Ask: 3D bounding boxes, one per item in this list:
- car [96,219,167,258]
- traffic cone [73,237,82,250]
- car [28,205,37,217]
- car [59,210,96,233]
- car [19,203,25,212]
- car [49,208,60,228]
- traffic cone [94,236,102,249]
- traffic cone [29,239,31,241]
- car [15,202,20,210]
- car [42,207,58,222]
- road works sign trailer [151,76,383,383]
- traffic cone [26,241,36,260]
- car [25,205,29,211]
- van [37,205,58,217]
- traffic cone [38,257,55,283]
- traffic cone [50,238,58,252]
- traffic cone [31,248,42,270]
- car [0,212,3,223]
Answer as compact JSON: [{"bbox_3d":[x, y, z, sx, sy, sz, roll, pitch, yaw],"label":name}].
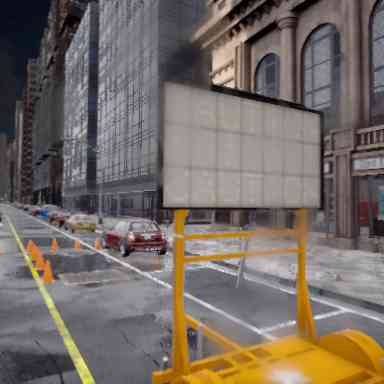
[{"bbox_3d":[-2.749,1.916,15.171,1.967,1.590,4.097,2,-2,-30],"label":"car"},{"bbox_3d":[-5.365,2.413,15.580,0.340,0.580,0.340,2,-2,-30],"label":"traffic cone"},{"bbox_3d":[-22.486,2.895,49.044,1.887,1.381,4.507,2,-2,-30],"label":"car"},{"bbox_3d":[-8.475,2.254,24.994,1.752,1.417,4.829,2,-2,-30],"label":"car"},{"bbox_3d":[-33.763,3.395,68.401,1.887,1.381,4.507,2,-2,-30],"label":"car"},{"bbox_3d":[-11.209,2.395,29.686,1.887,1.381,4.507,2,-2,-30],"label":"car"},{"bbox_3d":[-4.560,2.439,16.069,0.340,0.580,0.340,2,-2,-29],"label":"traffic cone"},{"bbox_3d":[-7.093,2.359,14.575,0.340,0.580,0.340,2,-2,-30],"label":"traffic cone"},{"bbox_3d":[-42.222,3.793,82.919,1.947,1.339,4.313,2,-2,-30],"label":"car"},{"bbox_3d":[-14.028,2.520,34.525,1.887,1.381,4.507,2,-2,-30],"label":"car"},{"bbox_3d":[0.569,0.614,4.034,2.380,3.560,2.880,2,-2,-30],"label":"road works sign trailer"},{"bbox_3d":[-6.087,2.314,12.847,0.340,0.580,0.340,2,-2,-30],"label":"traffic cone"},{"bbox_3d":[-25.304,2.915,53.887,1.967,1.590,4.097,2,-2,-30],"label":"car"},{"bbox_3d":[-16.844,2.441,39.371,1.690,1.788,3.998,2,-2,-30],"label":"van"},{"bbox_3d":[-4.074,2.225,9.392,0.340,0.580,0.340,2,-2,-30],"label":"traffic cone"},{"bbox_3d":[-6.229,2.386,15.077,0.340,0.580,0.340,2,-2,-30],"label":"traffic cone"},{"bbox_3d":[-5.080,2.270,11.119,0.340,0.580,0.340,2,-2,-30],"label":"traffic cone"},{"bbox_3d":[-20.991,2.450,34.915,2.033,1.411,5.357,2,-2,-30],"label":"car"}]
